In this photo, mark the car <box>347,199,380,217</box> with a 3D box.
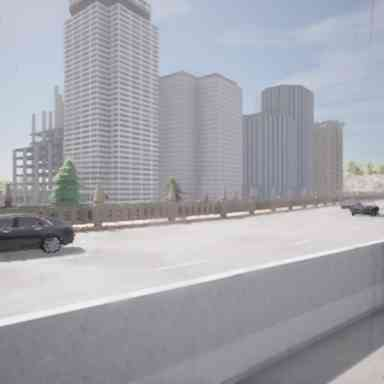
[{"bbox_3d":[16.619,1.660,31.821,1.895,1.301,4.718,0,0,37],"label":"car"}]

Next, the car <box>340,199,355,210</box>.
[{"bbox_3d":[20.856,1.631,43.259,2.033,1.411,5.357,0,0,37],"label":"car"}]

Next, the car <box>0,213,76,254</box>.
[{"bbox_3d":[-6.839,1.558,12.172,4.892,1.490,1.837,0,0,-37],"label":"car"}]
